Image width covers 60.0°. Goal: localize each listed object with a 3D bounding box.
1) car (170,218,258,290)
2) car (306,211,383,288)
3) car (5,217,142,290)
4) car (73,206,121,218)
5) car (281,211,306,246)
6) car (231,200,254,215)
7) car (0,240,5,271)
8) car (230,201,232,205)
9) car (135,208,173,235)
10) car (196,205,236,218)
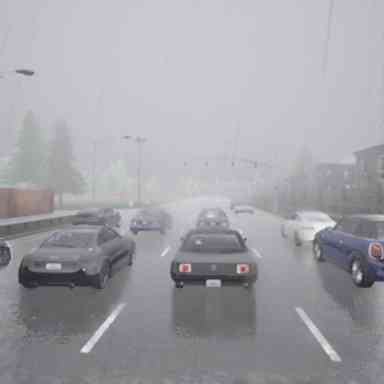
[{"bbox_3d":[0.596,1.653,9.242,1.895,1.301,4.718,0,0,3],"label":"car"},{"bbox_3d":[5.071,1.408,9.523,2.097,1.767,4.553,0,0,3],"label":"car"},{"bbox_3d":[-2.910,1.614,9.298,1.994,1.385,4.181,0,0,4],"label":"car"},{"bbox_3d":[-5.729,1.614,20.505,1.837,1.490,4.892,0,0,4],"label":"car"},{"bbox_3d":[5.439,1.617,15.541,1.812,1.442,4.674,0,0,3],"label":"car"},{"bbox_3d":[5.777,1.813,37.520,1.895,1.301,4.718,0,0,4],"label":"car"},{"bbox_3d":[-6.484,1.567,8.164,1.812,1.442,4.674,0,-1,3],"label":"car"},{"bbox_3d":[6.335,1.815,47.402,2.033,1.411,5.357,0,0,3],"label":"car"},{"bbox_3d":[-2.275,1.655,19.650,2.033,1.411,5.357,0,0,3],"label":"car"},{"bbox_3d":[1.200,1.655,19.141,2.033,1.411,5.357,0,0,3],"label":"car"}]
